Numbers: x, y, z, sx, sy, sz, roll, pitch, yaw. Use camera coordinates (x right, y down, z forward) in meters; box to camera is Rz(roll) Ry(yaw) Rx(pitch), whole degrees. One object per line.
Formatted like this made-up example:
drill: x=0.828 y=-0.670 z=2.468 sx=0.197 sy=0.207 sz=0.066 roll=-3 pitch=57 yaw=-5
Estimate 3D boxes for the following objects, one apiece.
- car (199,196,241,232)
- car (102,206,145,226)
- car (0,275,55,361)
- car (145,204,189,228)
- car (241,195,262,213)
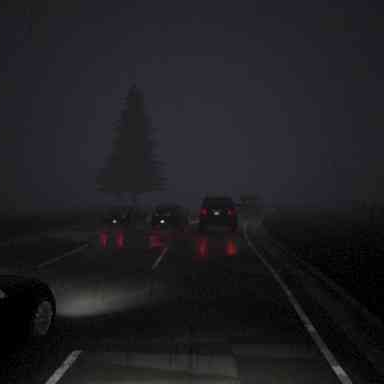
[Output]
car: x=1.774 y=1.282 z=20.925 sx=2.150 sy=2.045 sz=5.566 roll=0 pitch=0 yaw=9
car: x=-4.732 y=1.668 z=24.268 sx=1.895 sy=1.301 sz=4.718 roll=0 pitch=0 yaw=10
car: x=-3.194 y=1.535 z=3.477 sx=1.812 sy=1.442 sz=4.674 roll=0 pitch=0 yaw=3
car: x=-1.418 y=1.569 z=22.794 sx=1.837 sy=1.490 sz=4.892 roll=0 pitch=0 yaw=9
car: x=6.936 y=1.335 z=39.284 sx=2.150 sy=2.045 sz=5.566 roll=0 pitch=0 yaw=18
